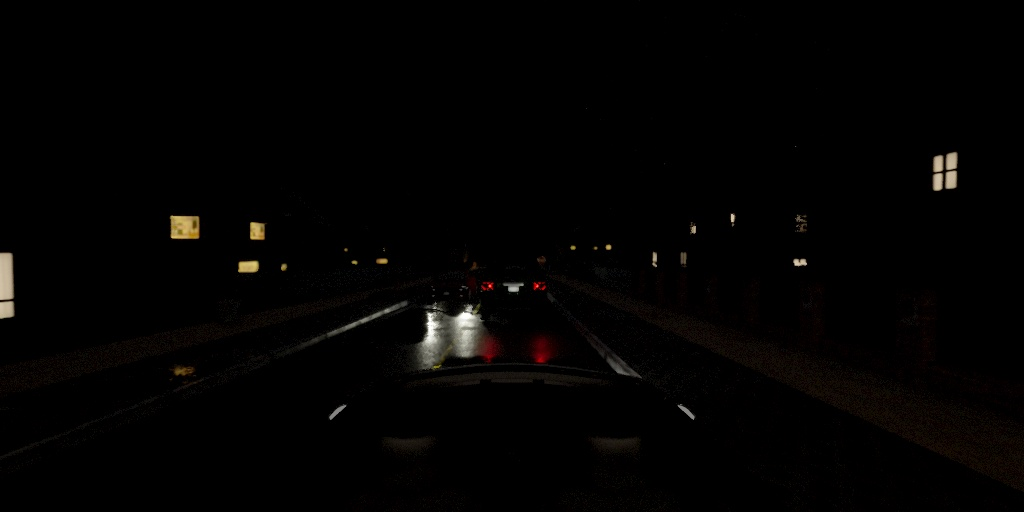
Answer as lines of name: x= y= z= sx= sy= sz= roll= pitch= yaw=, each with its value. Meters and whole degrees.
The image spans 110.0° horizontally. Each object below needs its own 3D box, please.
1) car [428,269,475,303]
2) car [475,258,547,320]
car: x=-2.863 y=1.395 z=18.170 sx=1.882 sy=1.535 sz=5.008 roll=0 pitch=-1 yaw=0
car: x=0.063 y=1.090 z=13.343 sx=2.150 sy=2.045 sz=5.566 roll=0 pitch=0 yaw=0
